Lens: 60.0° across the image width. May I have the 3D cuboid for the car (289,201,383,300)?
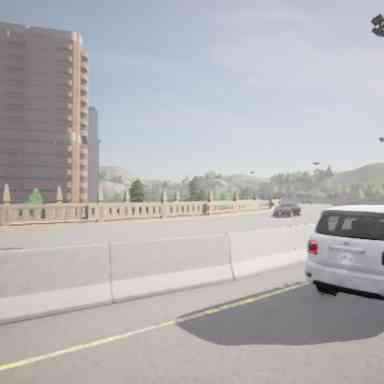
[{"bbox_3d":[4.875,1.325,7.878,5.566,2.045,2.150,1,-1,-41],"label":"car"}]

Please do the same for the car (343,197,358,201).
[{"bbox_3d":[30.535,1.991,64.114,2.150,2.045,5.566,0,0,15],"label":"car"}]

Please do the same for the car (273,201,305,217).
[{"bbox_3d":[9.981,1.861,34.667,1.837,1.490,4.892,1,0,34],"label":"car"}]

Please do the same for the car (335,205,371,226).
[{"bbox_3d":[13.389,1.857,27.471,1.812,1.442,4.674,0,0,37],"label":"car"}]
